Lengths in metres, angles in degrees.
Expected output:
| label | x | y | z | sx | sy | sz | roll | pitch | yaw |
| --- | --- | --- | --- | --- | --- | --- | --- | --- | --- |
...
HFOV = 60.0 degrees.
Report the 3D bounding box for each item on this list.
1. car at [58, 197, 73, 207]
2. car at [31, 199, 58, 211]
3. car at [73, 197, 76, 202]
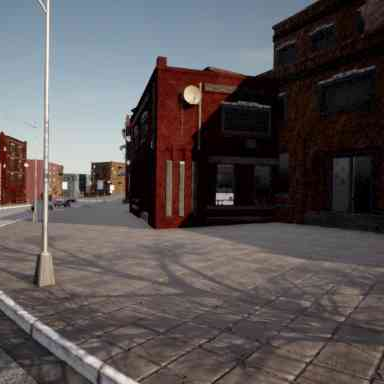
| label | x | y | z | sx | sy | sz | roll | pitch | yaw |
| --- | --- | --- | --- | --- | --- | --- | --- | --- | --- |
| car | -20.976 | 1.694 | 53.691 | 1.812 | 1.442 | 4.674 | 1 | 0 | -9 |
| car | -19.127 | 1.683 | 42.751 | 1.994 | 1.385 | 4.181 | 1 | 0 | -9 |
| car | -28.598 | 1.778 | 78.242 | 2.033 | 1.411 | 5.357 | 1 | 0 | -9 |
